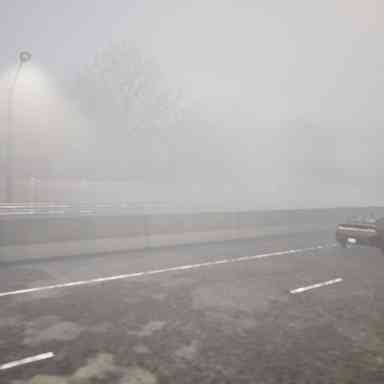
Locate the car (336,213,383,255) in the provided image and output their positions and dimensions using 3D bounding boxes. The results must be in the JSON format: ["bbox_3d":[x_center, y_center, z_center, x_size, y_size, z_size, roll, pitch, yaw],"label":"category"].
[{"bbox_3d":[7.970,1.629,13.863,4.902,1.511,2.128,1,0,-35],"label":"car"}]
